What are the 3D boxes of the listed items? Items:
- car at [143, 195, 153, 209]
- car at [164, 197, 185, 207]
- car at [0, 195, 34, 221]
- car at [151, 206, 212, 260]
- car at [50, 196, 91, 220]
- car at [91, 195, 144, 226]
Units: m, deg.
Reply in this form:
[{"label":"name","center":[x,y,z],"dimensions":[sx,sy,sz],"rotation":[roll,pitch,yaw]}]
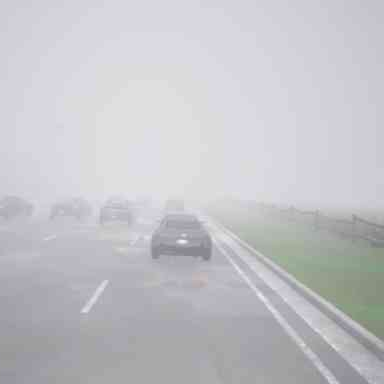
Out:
[{"label":"car","center":[-5.557,1.079,38.051],"dimensions":[2.033,1.411,5.357],"rotation":[3,0,-4]},{"label":"car","center":[-1.676,1.233,32.109],"dimensions":[2.128,1.511,4.902],"rotation":[3,0,-4]},{"label":"car","center":[-11.464,0.888,20.510],"dimensions":[1.812,1.442,4.674],"rotation":[3,0,-4]},{"label":"car","center":[-0.422,1.475,12.206],"dimensions":[1.994,1.385,4.181],"rotation":[3,0,-4]},{"label":"car","center":[-8.075,1.031,22.476],"dimensions":[1.812,1.442,4.674],"rotation":[3,0,-4]},{"label":"car","center":[-4.456,1.171,20.665],"dimensions":[2.128,1.511,4.902],"rotation":[3,0,-4]}]
